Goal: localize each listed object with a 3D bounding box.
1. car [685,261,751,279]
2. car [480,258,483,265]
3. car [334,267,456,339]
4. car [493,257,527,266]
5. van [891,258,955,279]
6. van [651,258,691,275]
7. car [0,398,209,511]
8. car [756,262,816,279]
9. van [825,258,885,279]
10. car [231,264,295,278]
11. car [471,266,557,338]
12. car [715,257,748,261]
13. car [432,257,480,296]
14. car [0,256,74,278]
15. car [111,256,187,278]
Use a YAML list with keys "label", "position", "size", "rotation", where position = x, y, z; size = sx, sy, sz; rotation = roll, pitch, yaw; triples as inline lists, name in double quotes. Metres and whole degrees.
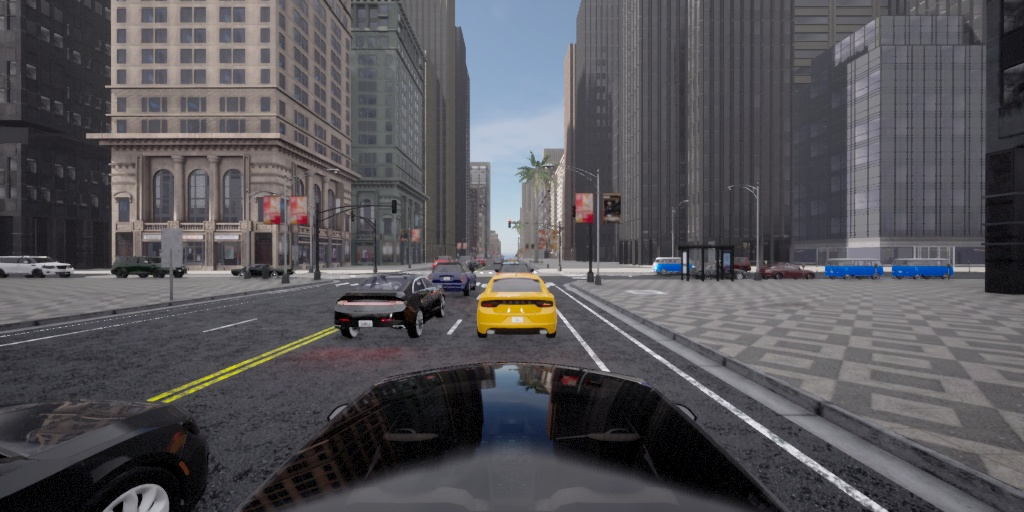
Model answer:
- label: "car"
  position: [17.112, 1.298, 29.846]
  size: [4.403, 1.370, 2.007]
  rotation: [0, 0, 0]
- label: "car"
  position: [-6.495, 1.354, 60.304]
  size: [1.895, 1.301, 4.718]
  rotation: [0, 0, 0]
- label: "car"
  position: [-3.139, 1.241, 10.139]
  size: [2.128, 1.511, 4.902]
  rotation: [0, 0, 0]
- label: "car"
  position: [0.126, 1.102, 19.302]
  size: [2.097, 1.767, 4.553]
  rotation: [0, 0, 0]
- label: "van"
  position: [34.144, 1.078, 29.827]
  size: [3.998, 1.789, 1.690]
  rotation: [0, 0, 0]
- label: "van"
  position: [17.120, 1.064, 38.371]
  size: [3.998, 1.789, 1.690]
  rotation: [0, 0, 0]
- label: "car"
  position: [-3.151, 1.255, 0.623]
  size: [1.837, 1.490, 4.892]
  rotation: [0, 0, 0]
- label: "car"
  position: [22.790, 1.326, 29.839]
  size: [4.207, 1.307, 1.802]
  rotation: [0, 0, 0]
- label: "van"
  position: [28.467, 1.081, 29.833]
  size: [3.998, 1.789, 1.690]
  rotation: [0, 0, 0]
- label: "car"
  position: [-22.543, 1.375, 32.601]
  size: [4.718, 1.301, 1.895]
  rotation: [0, 0, 0]
- label: "car"
  position: [0.110, 1.227, 10.229]
  size: [1.882, 1.535, 5.008]
  rotation: [0, 0, 0]
- label: "car"
  position: [22.798, 1.034, 38.364]
  size: [5.009, 1.841, 2.192]
  rotation: [0, 0, 0]
- label: "car"
  position: [-3.124, 1.102, 19.278]
  size: [2.097, 1.767, 4.553]
  rotation: [0, 0, 0]
- label: "car"
  position: [-43.723, 1.021, 32.744]
  size: [5.566, 2.045, 2.150]
  rotation: [0, 0, 0]
- label: "car"
  position: [-33.016, 1.008, 32.671]
  size: [5.566, 2.045, 2.150]
  rotation: [0, 0, 0]
